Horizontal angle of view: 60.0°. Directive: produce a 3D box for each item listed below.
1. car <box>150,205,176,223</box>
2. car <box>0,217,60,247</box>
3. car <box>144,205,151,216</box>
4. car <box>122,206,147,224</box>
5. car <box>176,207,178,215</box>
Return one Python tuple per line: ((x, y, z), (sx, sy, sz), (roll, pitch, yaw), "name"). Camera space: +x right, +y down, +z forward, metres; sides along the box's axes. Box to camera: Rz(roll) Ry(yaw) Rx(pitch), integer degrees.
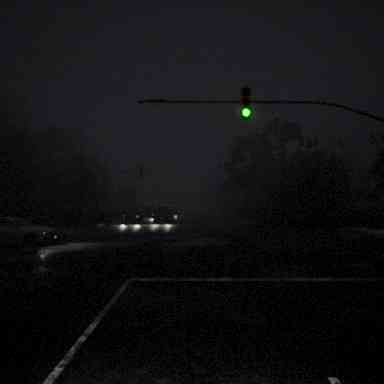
((-3.591, 2.863, 42.285), (2.150, 2.045, 5.566), (0, -2, 0), "car")
((-9.471, 2.093, 17.736), (4.674, 1.442, 1.812), (0, -3, 7), "car")
((-7.075, 3.141, 54.615), (2.150, 2.045, 5.566), (0, -1, 0), "car")
((-7.092, 2.929, 40.381), (2.097, 1.767, 4.553), (0, -2, 0), "car")
((-3.523, 3.510, 62.158), (2.033, 1.411, 5.357), (0, 0, 1), "car")
